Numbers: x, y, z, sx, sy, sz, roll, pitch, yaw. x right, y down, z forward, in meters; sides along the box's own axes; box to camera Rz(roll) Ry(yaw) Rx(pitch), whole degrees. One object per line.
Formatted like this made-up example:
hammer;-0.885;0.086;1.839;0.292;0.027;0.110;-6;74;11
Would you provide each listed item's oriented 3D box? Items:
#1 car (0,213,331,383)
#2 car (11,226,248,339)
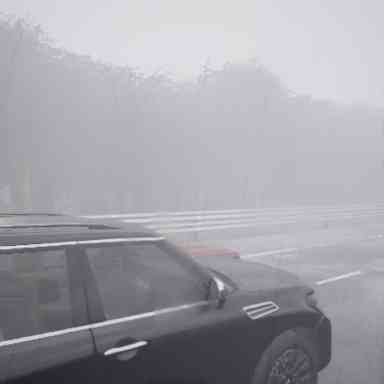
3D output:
car;-1.119;1.223;2.952;5.566;2.045;2.150;0;0;-35
car;-1.144;1.605;7.230;4.718;1.301;1.895;0;0;-36
